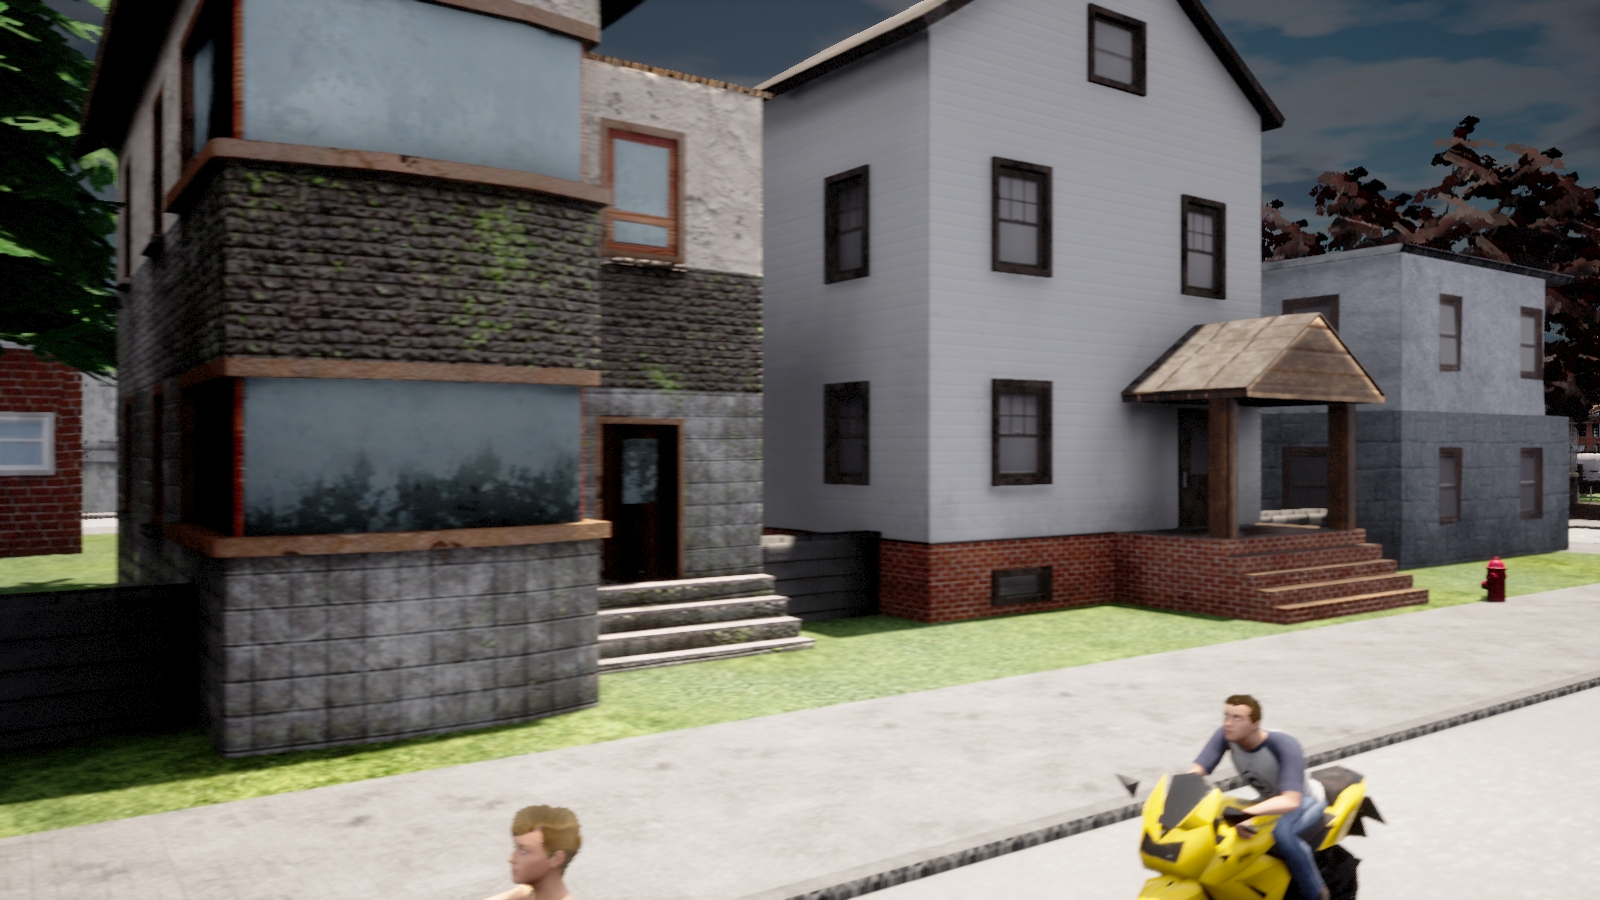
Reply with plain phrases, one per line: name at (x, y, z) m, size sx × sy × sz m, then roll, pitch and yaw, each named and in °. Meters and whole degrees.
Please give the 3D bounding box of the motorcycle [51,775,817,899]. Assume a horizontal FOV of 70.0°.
motorcycle at (-1.125, 1.950, 3.610) m, size 2.356 × 1.277 × 0.764 m, roll 0°, pitch 0°, yaw -35°

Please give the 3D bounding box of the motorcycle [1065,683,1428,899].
motorcycle at (2.412, 1.993, 6.068) m, size 2.033 × 1.145 × 0.803 m, roll 0°, pitch 0°, yaw -35°
